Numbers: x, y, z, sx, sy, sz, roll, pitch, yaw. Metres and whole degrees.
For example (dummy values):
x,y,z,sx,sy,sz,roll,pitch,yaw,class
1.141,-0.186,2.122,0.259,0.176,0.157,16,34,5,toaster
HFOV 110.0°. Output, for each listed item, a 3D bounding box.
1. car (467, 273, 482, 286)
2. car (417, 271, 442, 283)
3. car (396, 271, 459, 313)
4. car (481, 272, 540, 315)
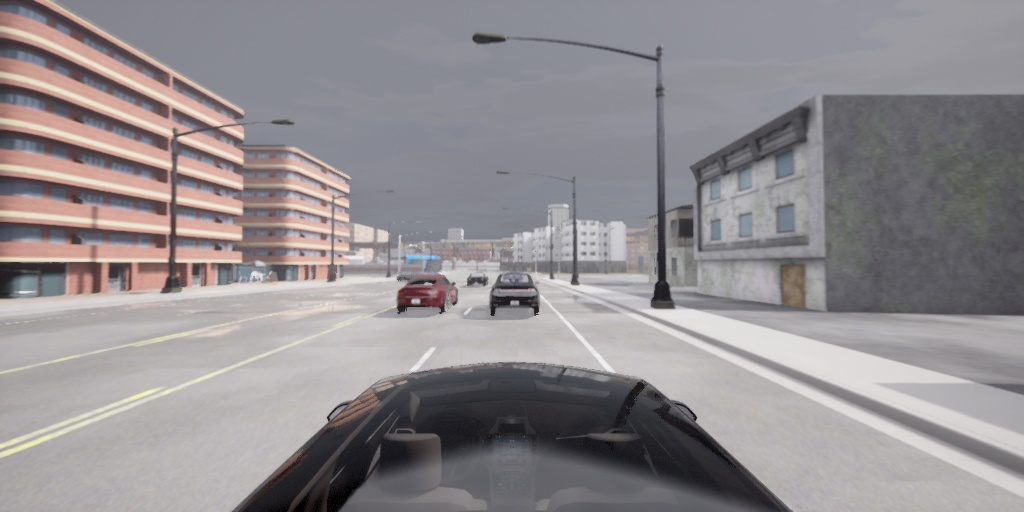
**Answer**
x,y,z,sx,sy,sz,roll,pitch,yaw,class
-3.410,2.372,36.537,1.895,1.301,4.718,0,-2,0,car
-10.589,2.708,46.541,2.033,1.411,5.357,0,-2,0,car
-3.404,1.503,14.982,1.812,1.442,4.674,0,-2,0,car
0.096,1.459,14.650,2.128,1.511,4.902,0,-2,0,car
